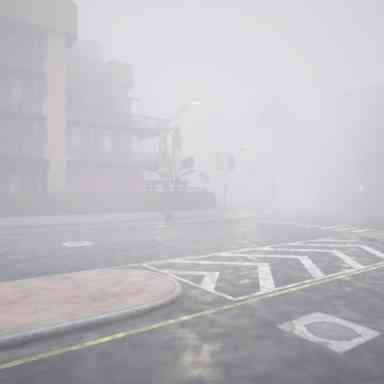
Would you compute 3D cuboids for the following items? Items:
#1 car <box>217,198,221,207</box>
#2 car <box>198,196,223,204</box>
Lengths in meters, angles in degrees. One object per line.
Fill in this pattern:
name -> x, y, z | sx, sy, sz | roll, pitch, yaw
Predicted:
car -> 2.165, 1.491, 48.636 | 2.128, 1.511, 4.902 | 0, 0, -35
car -> 3.531, 1.547, 65.373 | 2.033, 1.411, 5.357 | 0, 0, -35
